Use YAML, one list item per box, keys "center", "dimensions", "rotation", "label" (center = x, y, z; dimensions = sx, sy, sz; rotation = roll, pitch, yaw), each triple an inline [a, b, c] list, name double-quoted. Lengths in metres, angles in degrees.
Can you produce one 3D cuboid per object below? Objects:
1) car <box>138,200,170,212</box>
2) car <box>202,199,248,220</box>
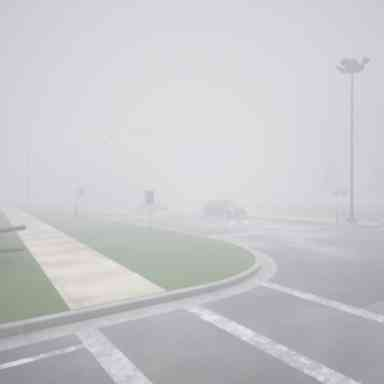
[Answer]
- center: [-4.836, 1.661, 40.958]
  dimensions: [2.033, 1.411, 5.357]
  rotation: [0, 0, -35]
  label: "car"
- center: [2.906, 1.465, 29.889]
  dimensions: [2.097, 1.767, 4.553]
  rotation: [0, 0, -34]
  label: "car"
